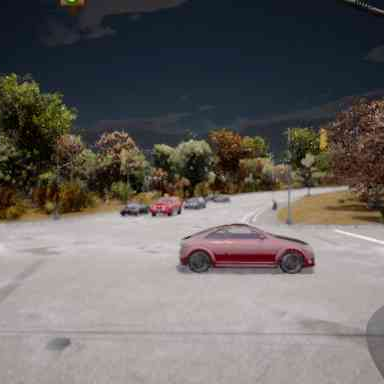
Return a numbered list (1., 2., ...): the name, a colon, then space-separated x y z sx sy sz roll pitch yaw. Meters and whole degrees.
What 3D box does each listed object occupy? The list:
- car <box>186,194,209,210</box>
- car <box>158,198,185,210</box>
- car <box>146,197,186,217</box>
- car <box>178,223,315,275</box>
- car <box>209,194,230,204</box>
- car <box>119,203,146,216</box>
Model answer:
1. car: 0.408 1.550 47.253 2.097 1.767 4.553 0 2 20
2. car: -2.899 1.699 48.421 2.128 1.511 4.902 0 1 20
3. car: -2.740 1.591 37.153 2.150 2.045 5.566 0 0 15
4. car: 1.640 1.698 10.543 4.181 1.385 1.994 0 -1 2
5. car: 5.300 1.201 58.984 1.837 1.490 4.892 0 3 26
6. car: -6.265 1.926 37.595 2.033 1.411 5.357 0 0 15
